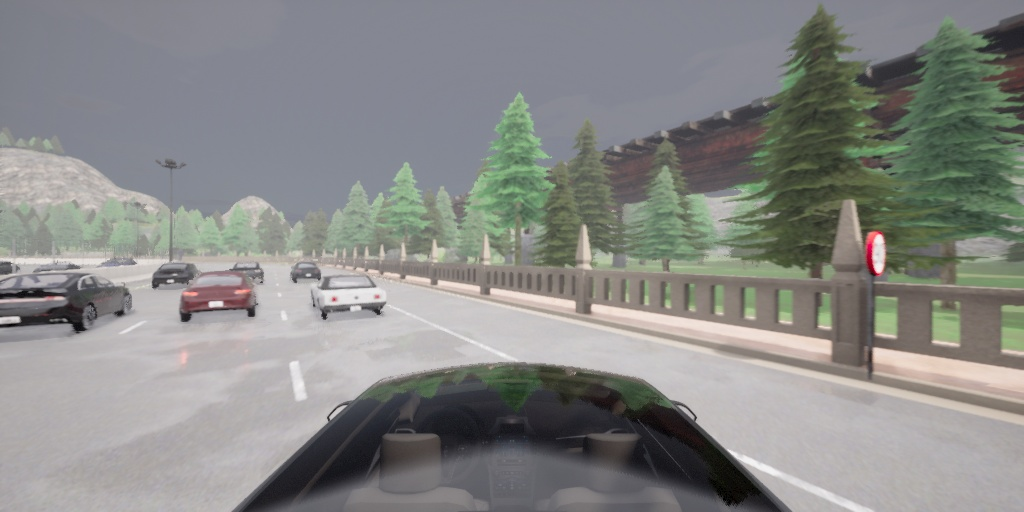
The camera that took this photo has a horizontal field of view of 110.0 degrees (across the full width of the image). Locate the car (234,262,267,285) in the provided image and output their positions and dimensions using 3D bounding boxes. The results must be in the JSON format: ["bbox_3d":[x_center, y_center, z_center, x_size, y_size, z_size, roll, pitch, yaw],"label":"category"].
[{"bbox_3d":[-18.038,1.147,24.535,2.128,1.511,4.902,0,0,-33],"label":"car"}]

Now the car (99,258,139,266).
[{"bbox_3d":[-37.707,0.956,34.474,2.097,1.767,4.553,0,0,-36],"label":"car"}]

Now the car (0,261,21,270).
[{"bbox_3d":[-42.666,1.126,29.394,1.837,1.490,4.892,0,0,-35],"label":"car"}]

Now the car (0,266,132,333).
[{"bbox_3d":[-12.508,1.203,9.987,2.128,1.511,4.902,0,0,-33],"label":"car"}]

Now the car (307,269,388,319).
[{"bbox_3d":[-5.976,1.306,12.800,1.895,1.301,4.718,0,0,-33],"label":"car"}]

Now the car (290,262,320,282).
[{"bbox_3d":[-15.678,1.172,27.314,1.812,1.442,4.674,0,0,-34],"label":"car"}]

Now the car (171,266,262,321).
[{"bbox_3d":[-9.827,1.231,12.280,1.812,1.442,4.674,0,0,-34],"label":"car"}]

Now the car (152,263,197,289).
[{"bbox_3d":[-20.993,1.166,22.661,1.837,1.490,4.892,0,1,-33],"label":"car"}]

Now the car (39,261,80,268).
[{"bbox_3d":[-40.133,1.177,31.870,1.994,1.385,4.181,0,0,-35],"label":"car"}]
